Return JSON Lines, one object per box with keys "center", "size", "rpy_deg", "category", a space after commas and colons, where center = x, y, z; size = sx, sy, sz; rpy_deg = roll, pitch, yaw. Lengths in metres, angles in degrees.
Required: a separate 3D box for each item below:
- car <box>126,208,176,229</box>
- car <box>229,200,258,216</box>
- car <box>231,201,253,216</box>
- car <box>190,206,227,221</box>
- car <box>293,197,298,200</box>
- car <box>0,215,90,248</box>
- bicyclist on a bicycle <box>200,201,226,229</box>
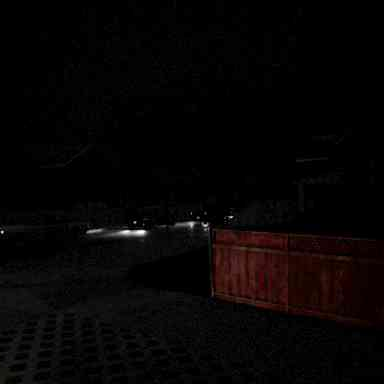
{"center": [-2.864, 1.883, 24.008], "size": [1.994, 1.385, 4.181], "rpy_deg": [-3, -2, 29], "category": "car"}
{"center": [6.407, 1.934, 40.907], "size": [2.097, 1.767, 4.553], "rpy_deg": [-3, -2, 29], "category": "car"}
{"center": [6.067, 1.868, 34.212], "size": [1.837, 1.490, 4.892], "rpy_deg": [-3, -2, 29], "category": "car"}
{"center": [1.616, 2.044, 32.194], "size": [1.895, 1.301, 4.718], "rpy_deg": [-3, -2, 29], "category": "car"}
{"center": [16.654, 1.905, 53.575], "size": [2.150, 2.045, 5.566], "rpy_deg": [-3, -4, 28], "category": "car"}
{"center": [-7.333, 1.801, 15.953], "size": [1.895, 1.301, 4.718], "rpy_deg": [-3, -2, 30], "category": "car"}
{"center": [1.184, 1.326, 19.259], "size": [1.656, 1.620, 0.582], "rpy_deg": [-3, -2, 29], "category": "bicyclist on a bicycle"}
